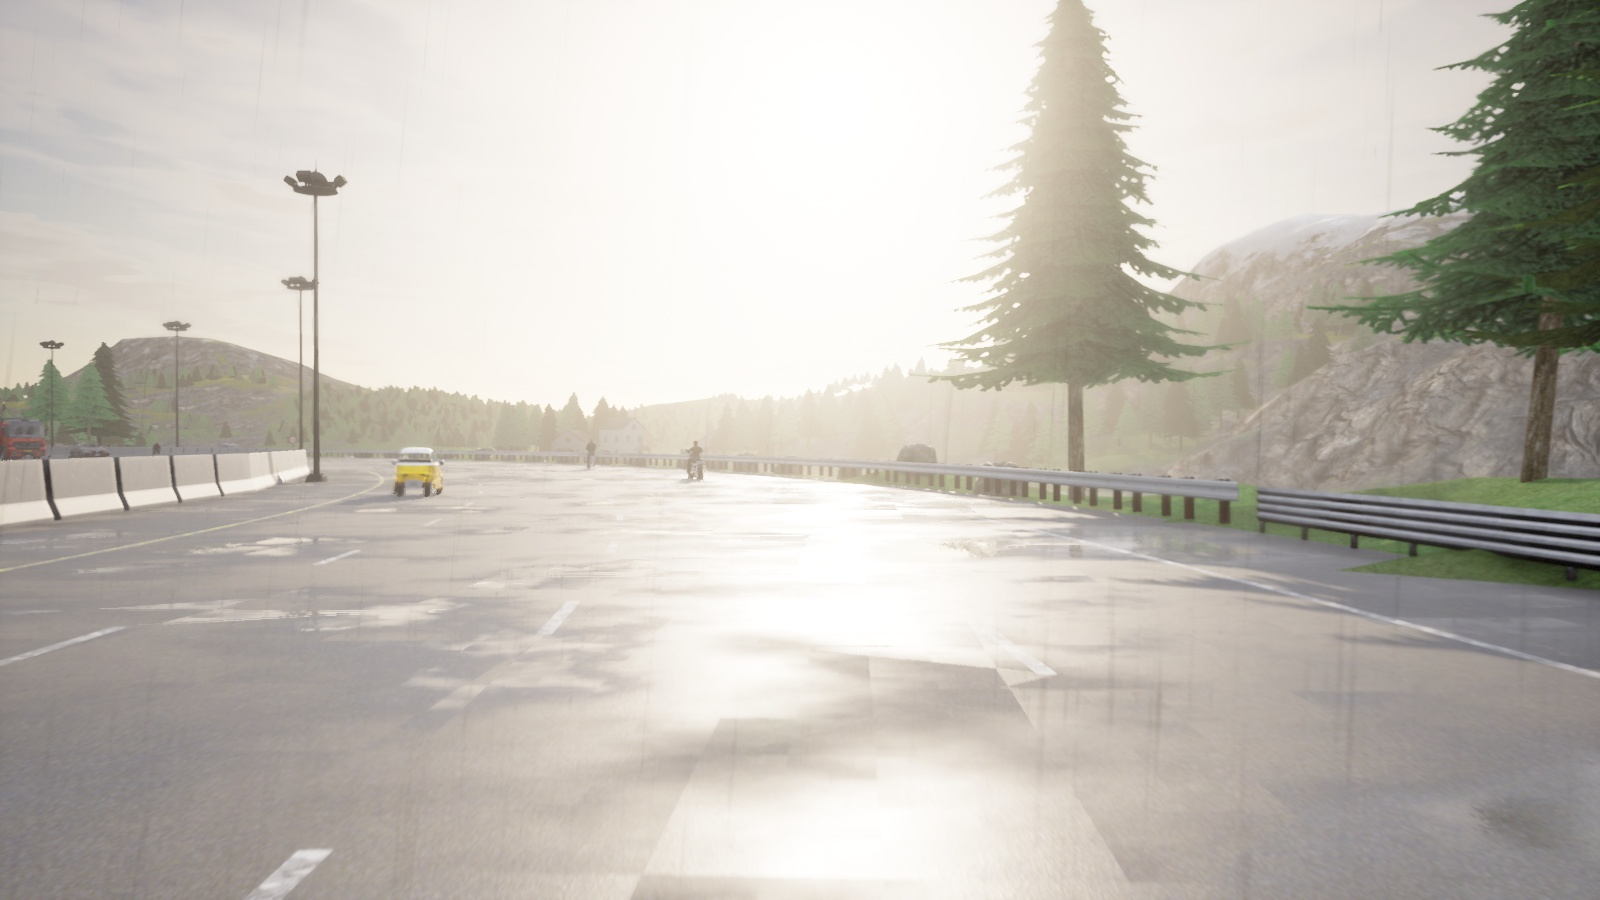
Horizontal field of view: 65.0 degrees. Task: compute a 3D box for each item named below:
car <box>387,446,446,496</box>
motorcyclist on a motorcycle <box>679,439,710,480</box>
[{"bbox_3d":[-11.091,0.589,36.378,1.481,1.376,2.207,0,1,-13],"label":"car"},{"bbox_3d":[-4.384,0.402,51.942,0.766,1.649,2.350,0,0,-17],"label":"motorcyclist on a motorcycle"}]
